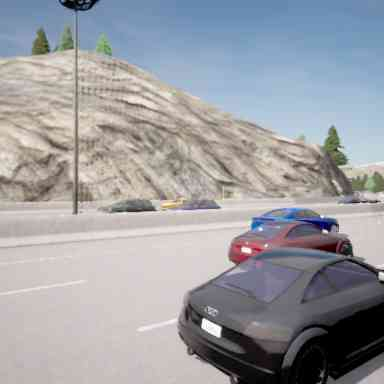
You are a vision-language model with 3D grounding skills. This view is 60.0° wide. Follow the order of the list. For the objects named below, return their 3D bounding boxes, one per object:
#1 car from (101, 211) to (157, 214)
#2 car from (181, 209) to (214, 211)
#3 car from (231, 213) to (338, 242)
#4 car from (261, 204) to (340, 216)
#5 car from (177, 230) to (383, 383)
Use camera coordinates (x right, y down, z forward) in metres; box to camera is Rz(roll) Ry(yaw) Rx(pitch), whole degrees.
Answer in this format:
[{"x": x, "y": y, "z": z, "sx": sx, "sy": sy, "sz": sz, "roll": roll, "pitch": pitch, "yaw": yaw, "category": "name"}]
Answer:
[{"x": -5.053, "y": 1.349, "z": 26.184, "sx": 4.553, "sy": 1.767, "sz": 2.097, "roll": 0, "pitch": 0, "yaw": -36, "category": "car"}, {"x": 0.089, "y": 1.349, "z": 25.556, "sx": 4.553, "sy": 1.767, "sz": 2.097, "roll": 0, "pitch": 0, "yaw": -36, "category": "car"}, {"x": 3.126, "y": 1.563, "z": 10.278, "sx": 4.181, "sy": 1.385, "sz": 1.994, "roll": 0, "pitch": 0, "yaw": -36, "category": "car"}, {"x": 5.016, "y": 1.476, "z": 15.927, "sx": 5.008, "sy": 1.535, "sz": 1.882, "roll": 0, "pitch": 0, "yaw": -35, "category": "car"}, {"x": 1.860, "y": 1.563, "z": 5.076, "sx": 4.181, "sy": 1.385, "sz": 1.994, "roll": 0, "pitch": 0, "yaw": -36, "category": "car"}]
